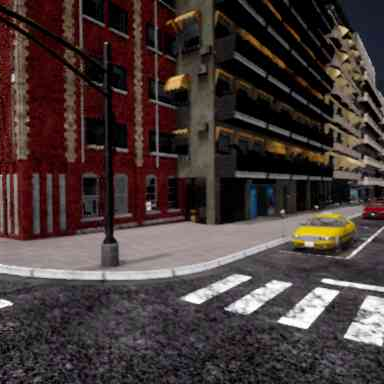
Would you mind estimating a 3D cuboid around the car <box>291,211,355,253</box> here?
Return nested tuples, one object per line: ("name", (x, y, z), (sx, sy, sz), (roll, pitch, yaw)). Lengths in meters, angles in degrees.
("car", (5.482, 1.503, 13.634), (1.752, 1.417, 4.829), (-1, -1, 35))

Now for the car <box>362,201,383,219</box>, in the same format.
("car", (15.353, 1.494, 27.675), (1.887, 1.381, 4.507), (-1, -1, 35))
